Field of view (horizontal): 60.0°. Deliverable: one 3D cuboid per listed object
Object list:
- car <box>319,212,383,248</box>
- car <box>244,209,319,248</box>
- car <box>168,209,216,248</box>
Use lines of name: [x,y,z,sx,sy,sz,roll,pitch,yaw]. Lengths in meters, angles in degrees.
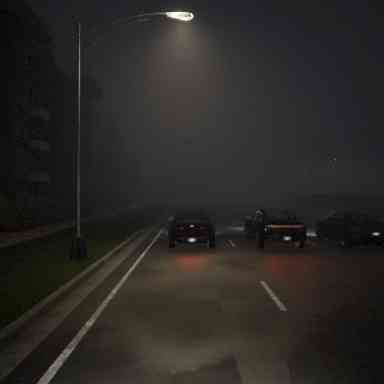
car: [7.000,1.570,14.650,1.994,1.385,4.181,0,0,0]
car: [3.500,1.492,14.650,2.128,1.511,4.902,0,0,0]
car: [0.000,1.513,14.650,1.837,1.490,4.892,0,0,0]
